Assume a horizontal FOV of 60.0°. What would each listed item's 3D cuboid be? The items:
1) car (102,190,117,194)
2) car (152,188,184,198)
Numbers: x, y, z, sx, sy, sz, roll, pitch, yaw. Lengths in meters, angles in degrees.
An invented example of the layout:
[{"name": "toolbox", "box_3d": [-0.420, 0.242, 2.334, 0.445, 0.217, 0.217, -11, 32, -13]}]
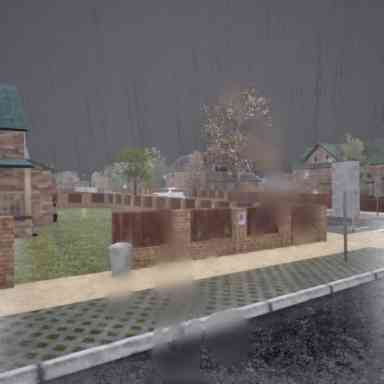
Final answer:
[{"name": "car", "box_3d": [-15.270, 0.316, 60.956, 2.128, 1.511, 4.902, -2, 2, -33]}, {"name": "car", "box_3d": [-3.172, 0.449, 43.342, 2.150, 2.045, 5.566, -2, 2, -34]}]
